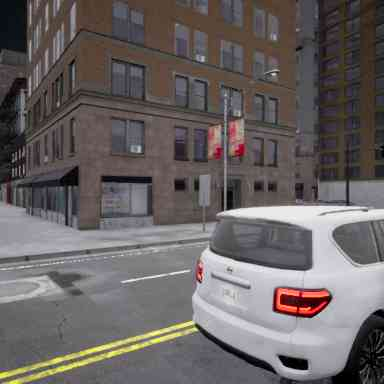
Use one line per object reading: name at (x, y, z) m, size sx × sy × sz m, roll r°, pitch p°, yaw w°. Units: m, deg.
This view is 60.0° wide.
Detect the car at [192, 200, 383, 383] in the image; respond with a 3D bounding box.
car at (2.618, 1.222, 5.294) m, size 5.566 × 2.045 × 2.150 m, roll 0°, pitch 0°, yaw -35°

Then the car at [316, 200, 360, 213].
car at (16.945, 1.596, 38.714) m, size 1.947 × 1.339 × 4.313 m, roll 0°, pitch 0°, yaw -35°

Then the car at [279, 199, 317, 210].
car at (13.694, 1.581, 43.350) m, size 2.008 × 1.369 × 4.403 m, roll 0°, pitch 0°, yaw -35°
